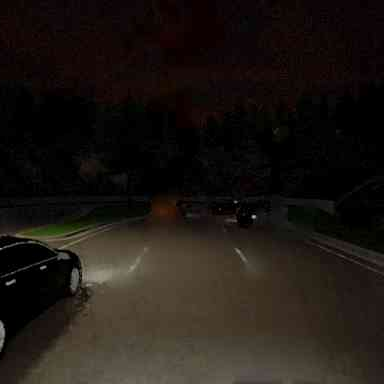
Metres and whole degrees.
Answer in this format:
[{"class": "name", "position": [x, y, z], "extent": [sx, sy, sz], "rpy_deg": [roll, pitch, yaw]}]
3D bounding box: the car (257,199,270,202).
[{"class": "car", "position": [8.343, 1.547, 39.032], "extent": [2.033, 1.411, 5.357], "rpy_deg": [0, 0, 16]}]

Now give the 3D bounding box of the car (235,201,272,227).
[{"class": "car", "position": [4.183, 1.563, 23.049], "extent": [1.994, 1.385, 4.181], "rpy_deg": [0, 0, 7]}]

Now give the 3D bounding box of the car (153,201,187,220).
[{"class": "car", "position": [-1.769, 1.477, 28.541], "extent": [1.882, 1.535, 5.008], "rpy_deg": [0, 0, 13]}]

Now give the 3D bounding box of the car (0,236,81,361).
[{"class": "car", "position": [-3.397, 1.503, 5.598], "extent": [1.837, 1.490, 4.892], "rpy_deg": [0, 0, 0]}]

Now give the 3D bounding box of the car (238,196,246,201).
[{"class": "car", "position": [6.002, 1.352, 44.166], "extent": [2.097, 1.767, 4.553], "rpy_deg": [0, 0, 12]}]

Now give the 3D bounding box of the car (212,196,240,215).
[{"class": "car", "position": [3.337, 1.477, 34.037], "extent": [1.882, 1.535, 5.008], "rpy_deg": [0, 0, 16]}]
